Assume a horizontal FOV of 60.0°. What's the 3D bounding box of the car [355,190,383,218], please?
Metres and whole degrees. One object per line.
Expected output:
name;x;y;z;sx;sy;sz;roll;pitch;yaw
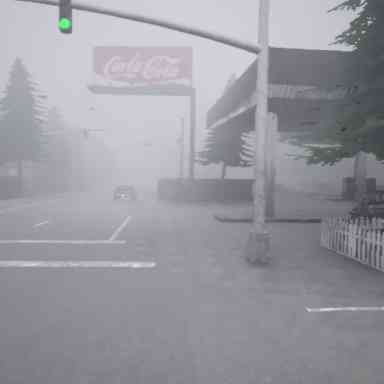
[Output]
car;13.456;0.751;21.637;4.611;1.667;2.242;1;3;-5

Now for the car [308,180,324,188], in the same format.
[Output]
car;30.896;-2.062;82.972;1.932;1.855;4.605;1;3;-5

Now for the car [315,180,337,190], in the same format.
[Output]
car;26.133;-1.100;64.006;2.007;1.523;4.514;1;3;-5

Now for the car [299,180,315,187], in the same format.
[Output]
car;28.037;-2.094;82.308;1.905;1.878;3.866;1;3;-5

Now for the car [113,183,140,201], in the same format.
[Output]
car;-5.844;-0.033;29.676;1.837;1.490;4.892;1;2;-5

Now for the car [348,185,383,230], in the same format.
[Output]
car;9.626;0.792;15.618;3.866;1.878;1.905;1;3;-5

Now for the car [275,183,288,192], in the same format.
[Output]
car;14.432;-0.821;55.199;1.970;1.475;3.806;1;3;-5

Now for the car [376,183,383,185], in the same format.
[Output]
car;36.091;-0.972;64.833;1.845;1.501;3.633;1;3;-5
